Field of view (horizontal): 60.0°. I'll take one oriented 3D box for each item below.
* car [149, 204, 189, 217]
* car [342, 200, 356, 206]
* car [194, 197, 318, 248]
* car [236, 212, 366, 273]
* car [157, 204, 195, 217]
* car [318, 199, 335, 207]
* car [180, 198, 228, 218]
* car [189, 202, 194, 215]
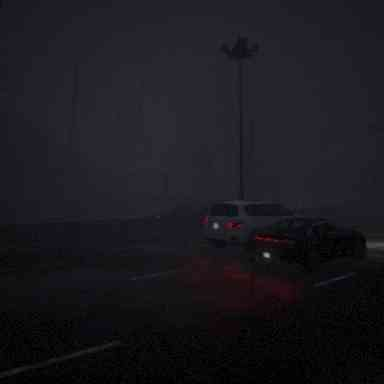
[{"bbox_3d":[-1.291,1.958,29.886,5.357,1.411,2.033,0,-1,-41],"label":"car"},{"bbox_3d":[28.533,2.089,60.428,1.994,1.385,4.181,-1,-1,32],"label":"car"},{"bbox_3d":[3.007,1.395,14.776,5.566,2.045,2.150,0,-1,-40],"label":"car"},{"bbox_3d":[4.029,1.607,11.137,4.902,1.511,2.128,0,-1,-39],"label":"car"},{"bbox_3d":[-1.812,2.101,39.000,4.181,1.385,1.994,0,-1,-44],"label":"car"},{"bbox_3d":[25.502,2.111,62.161,1.812,1.442,4.674,-1,-1,32],"label":"car"},{"bbox_3d":[1.395,1.705,37.226,5.566,2.045,2.150,0,-1,-45],"label":"car"},{"bbox_3d":[2.741,1.585,28.854,5.566,2.045,2.150,1,-1,-43],"label":"car"}]
